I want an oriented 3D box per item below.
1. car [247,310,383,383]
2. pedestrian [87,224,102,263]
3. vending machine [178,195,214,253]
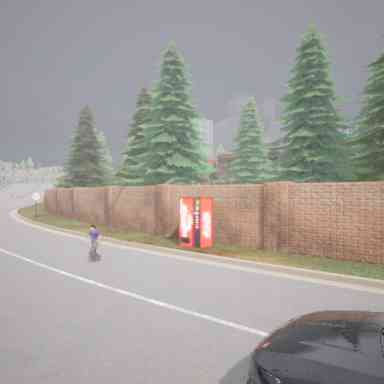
[{"bbox_3d":[2.723,1.501,2.146,4.892,1.490,1.837,-1,-1,36],"label":"car"},{"bbox_3d":[-3.074,1.572,10.604,0.375,1.300,0.375,0,0,42],"label":"pedestrian"},{"bbox_3d":[0.155,1.194,13.036,0.880,2.100,1.100,0,0,42],"label":"vending machine"}]
